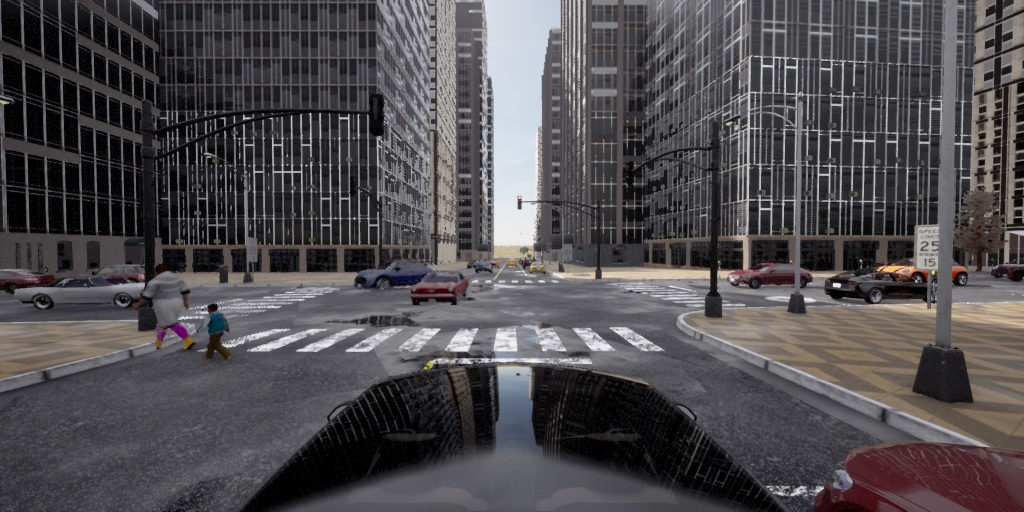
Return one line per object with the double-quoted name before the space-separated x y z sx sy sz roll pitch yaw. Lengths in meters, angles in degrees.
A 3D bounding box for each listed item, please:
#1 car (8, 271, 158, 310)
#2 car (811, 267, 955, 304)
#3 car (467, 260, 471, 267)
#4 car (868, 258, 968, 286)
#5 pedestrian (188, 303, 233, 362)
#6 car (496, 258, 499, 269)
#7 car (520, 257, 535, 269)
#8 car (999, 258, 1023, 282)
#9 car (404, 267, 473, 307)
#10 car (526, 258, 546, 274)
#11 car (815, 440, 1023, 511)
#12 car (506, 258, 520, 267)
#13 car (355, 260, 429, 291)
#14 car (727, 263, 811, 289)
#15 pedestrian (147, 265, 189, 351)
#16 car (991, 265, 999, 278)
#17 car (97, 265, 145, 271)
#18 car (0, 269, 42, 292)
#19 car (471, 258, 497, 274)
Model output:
"car" -17.345 1.469 15.211 4.718 1.301 1.895 0 1 -6
"car" 16.124 1.293 15.717 4.313 1.339 1.948 0 0 -5
"car" -5.848 1.278 55.585 1.948 1.339 4.313 0 0 0
"car" 25.339 0.904 22.370 4.553 1.767 2.097 0 1 -5
"pedestrian" -5.578 1.422 6.767 0.500 1.100 0.500 -1 1 0
"car" -3.108 1.064 56.930 2.097 1.767 4.553 0 0 0
"car" 2.710 1.028 55.039 2.192 1.841 5.009 0 0 0
"car" 35.349 0.845 23.291 4.553 1.767 2.097 0 1 -5
"car" -3.121 1.390 16.195 1.895 1.301 4.718 0 1 0
"car" 2.806 1.254 39.957 1.751 1.417 4.829 0 0 0
"car" 2.692 1.333 0.419 1.802 1.307 4.207 0 0 0
"car" -0.025 1.178 65.017 1.882 1.535 5.008 0 0 0
"car" -6.988 1.053 21.610 2.097 1.767 4.553 0 1 41
"car" 15.392 1.135 21.460 4.674 1.442 1.812 0 1 -5
"pedestrian" -7.256 1.042 7.570 0.375 1.860 0.375 -1 1 0
"car" 37.693 0.864 26.134 4.097 1.591 1.967 0 0 -5
"car" -22.578 1.216 20.552 4.097 1.591 1.967 0 0 -5
"car" -28.204 1.390 20.028 4.207 1.307 1.802 0 0 -5
"car" -3.115 1.275 41.083 2.033 1.411 5.357 0 0 0
